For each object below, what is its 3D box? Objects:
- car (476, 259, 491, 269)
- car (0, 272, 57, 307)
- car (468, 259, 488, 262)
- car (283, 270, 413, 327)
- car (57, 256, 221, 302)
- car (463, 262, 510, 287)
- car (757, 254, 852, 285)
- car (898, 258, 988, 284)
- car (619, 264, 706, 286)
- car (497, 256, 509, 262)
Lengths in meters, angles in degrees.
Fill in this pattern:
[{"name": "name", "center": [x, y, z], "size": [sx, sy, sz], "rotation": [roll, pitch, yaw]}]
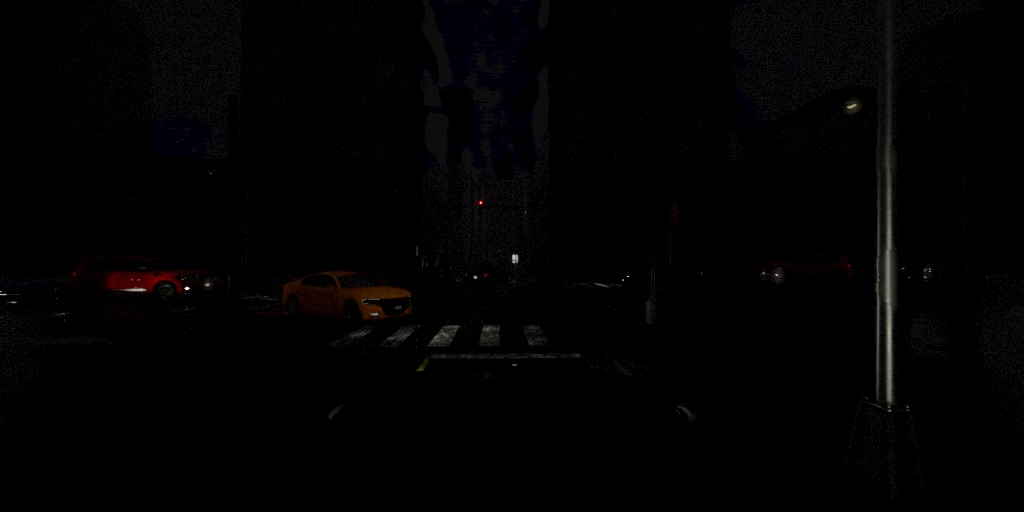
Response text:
[{"name": "car", "center": [-4.542, 1.282, 58.289], "size": [2.128, 1.511, 4.902], "rotation": [0, 0, -1]}, {"name": "car", "center": [-20.447, 1.299, 13.616], "size": [5.008, 1.535, 1.882], "rotation": [0, 0, -2]}, {"name": "car", "center": [-3.982, 1.260, 37.514], "size": [2.128, 1.511, 4.902], "rotation": [0, 0, -2]}, {"name": "car", "center": [-5.383, 1.236, 11.644], "size": [5.008, 1.535, 1.882], "rotation": [-1, -1, 32]}, {"name": "car", "center": [-17.182, 1.029, 16.970], "size": [5.566, 2.045, 2.150], "rotation": [0, 0, -2]}, {"name": "car", "center": [-1.630, 1.318, 24.416], "size": [1.994, 1.385, 4.181], "rotation": [0, 0, 20]}, {"name": "car", "center": [20.180, 0.883, 24.826], "size": [5.566, 2.045, 2.150], "rotation": [0, 0, -2]}, {"name": "car", "center": [30.072, 0.982, 25.122], "size": [4.553, 1.767, 2.097], "rotation": [0, 0, -2]}, {"name": "car", "center": [10.222, 1.244, 24.519], "size": [5.357, 1.411, 2.033], "rotation": [0, 0, -2]}, {"name": "car", "center": [-1.557, 1.149, 65.356], "size": [2.097, 1.767, 4.553], "rotation": [0, 0, -1]}]
